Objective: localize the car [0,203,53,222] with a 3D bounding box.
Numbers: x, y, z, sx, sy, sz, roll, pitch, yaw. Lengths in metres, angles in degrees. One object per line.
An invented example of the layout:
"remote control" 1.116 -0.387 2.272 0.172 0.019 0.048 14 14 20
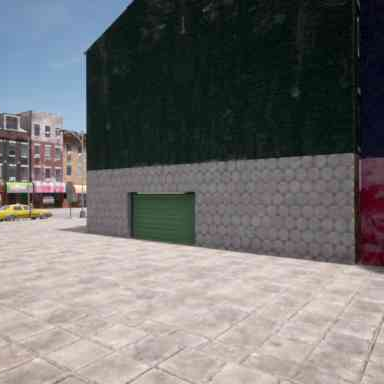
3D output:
"car" -13.532 1.581 26.402 1.752 1.417 4.829 -1 -1 36
